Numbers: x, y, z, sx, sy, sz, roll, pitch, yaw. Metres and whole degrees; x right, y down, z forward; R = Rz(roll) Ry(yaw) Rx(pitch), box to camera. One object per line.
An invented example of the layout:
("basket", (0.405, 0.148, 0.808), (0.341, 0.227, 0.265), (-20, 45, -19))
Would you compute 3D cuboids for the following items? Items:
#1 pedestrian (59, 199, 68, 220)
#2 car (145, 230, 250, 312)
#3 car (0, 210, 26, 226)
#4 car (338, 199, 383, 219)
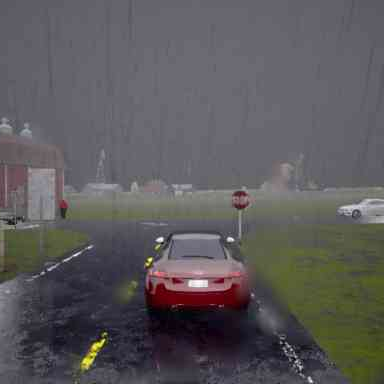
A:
("pedestrian", (-11.273, 1.491, 29.142), (0.375, 1.860, 0.375), (0, 0, 4))
("car", (0.087, 1.565, 7.799), (1.994, 1.385, 4.181), (0, 0, -1))
("car", (-14.735, 1.756, 23.512), (5.357, 1.411, 2.033), (-1, -1, 4))
("car", (13.983, 1.283, 26.256), (4.674, 1.442, 1.812), (-1, 0, -4))
